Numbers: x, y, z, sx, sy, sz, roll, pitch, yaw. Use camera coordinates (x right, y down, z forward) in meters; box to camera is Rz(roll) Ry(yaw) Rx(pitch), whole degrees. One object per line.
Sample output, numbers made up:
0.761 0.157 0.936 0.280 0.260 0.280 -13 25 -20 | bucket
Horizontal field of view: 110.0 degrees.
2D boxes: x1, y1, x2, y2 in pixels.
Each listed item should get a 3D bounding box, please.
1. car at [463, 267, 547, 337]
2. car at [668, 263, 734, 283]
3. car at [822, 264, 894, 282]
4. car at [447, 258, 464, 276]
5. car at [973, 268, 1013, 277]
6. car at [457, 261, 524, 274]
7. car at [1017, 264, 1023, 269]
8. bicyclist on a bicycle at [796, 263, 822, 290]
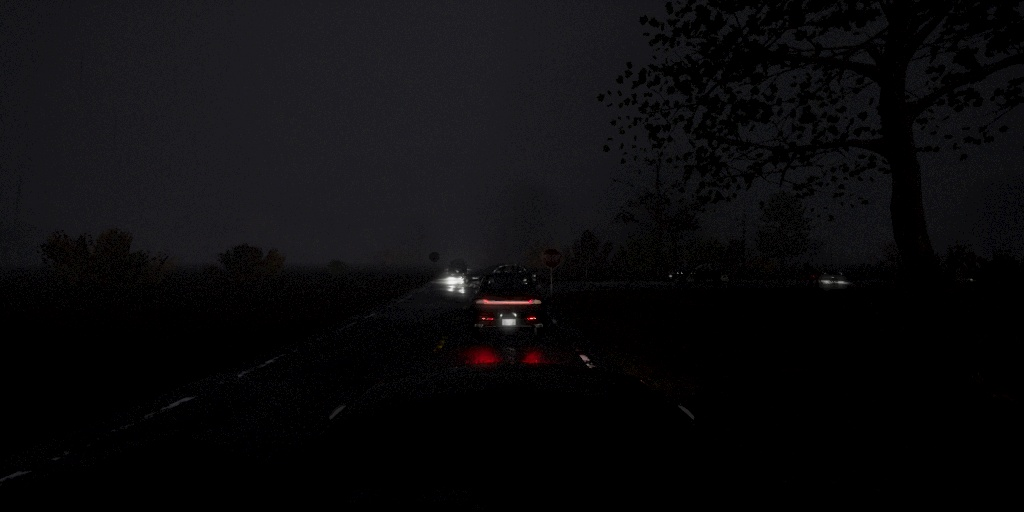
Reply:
-0.135 1.241 10.300 2.128 1.511 4.902 0 0 -2 | car
14.502 1.278 27.670 4.902 1.511 2.128 0 0 -9 | car
28.928 1.360 29.920 5.357 1.411 2.033 0 0 -9 | car
-5.578 1.235 36.981 2.128 1.511 4.902 0 0 -8 | car
44.317 1.386 32.246 5.357 1.411 2.033 0 0 -9 | car
-0.736 1.255 22.864 4.892 1.490 1.837 1 -2 -36 | car
44.286 1.309 29.091 5.008 1.535 1.882 0 0 -9 | car
18.043 1.233 21.798 0.582 1.620 1.656 0 0 -9 | bicyclist on a bicycle
